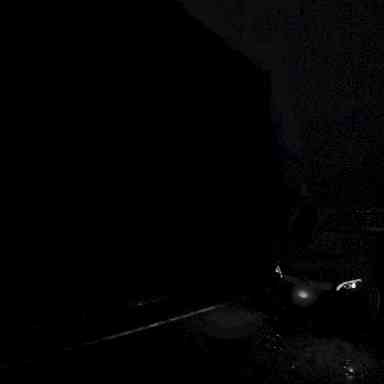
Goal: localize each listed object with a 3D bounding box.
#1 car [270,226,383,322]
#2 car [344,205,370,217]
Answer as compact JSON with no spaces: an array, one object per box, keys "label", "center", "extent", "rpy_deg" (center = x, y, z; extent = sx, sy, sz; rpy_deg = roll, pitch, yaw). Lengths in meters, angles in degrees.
[{"label":"car","center":[3.636,1.521,7.418],"extent":[4.674,1.442,1.812],"rpy_deg":[0,0,-43]},{"label":"car","center":[22.140,2.525,44.983],"extent":[1.837,1.490,4.892],"rpy_deg":[-1,-3,4]}]
